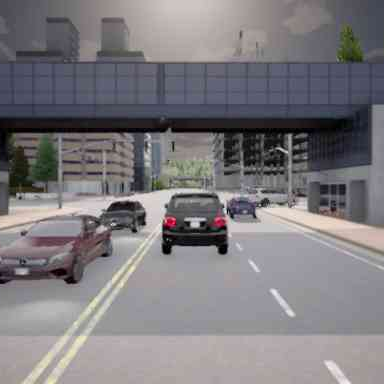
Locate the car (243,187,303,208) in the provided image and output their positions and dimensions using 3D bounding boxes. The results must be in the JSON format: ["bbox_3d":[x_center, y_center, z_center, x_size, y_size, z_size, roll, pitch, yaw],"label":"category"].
[{"bbox_3d":[8.814,0.626,36.373,5.566,2.045,2.150,-1,0,-19],"label":"car"}]

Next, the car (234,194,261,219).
[{"bbox_3d":[3.572,1.120,24.665,1.812,1.442,4.674,0,1,0],"label":"car"}]

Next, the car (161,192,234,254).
[{"bbox_3d":[0.094,1.014,12.559,2.150,2.045,5.566,0,1,0],"label":"car"}]

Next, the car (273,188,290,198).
[{"bbox_3d":[16.612,0.140,61.867,1.932,1.855,4.605,0,1,0],"label":"car"}]

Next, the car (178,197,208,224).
[{"bbox_3d":[0.068,1.159,22.266,1.812,1.442,4.674,0,1,0],"label":"car"}]

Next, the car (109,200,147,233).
[{"bbox_3d":[-3.557,1.214,17.676,1.837,1.490,4.892,0,1,0],"label":"car"}]

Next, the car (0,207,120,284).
[{"bbox_3d":[-3.528,1.371,9.268,1.812,1.442,4.674,0,1,0],"label":"car"}]

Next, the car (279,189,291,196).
[{"bbox_3d":[22.150,0.097,79.301,1.970,1.475,3.806,0,1,0],"label":"car"}]

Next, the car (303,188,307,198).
[{"bbox_3d":[19.507,0.143,61.823,1.905,1.878,3.866,0,1,0],"label":"car"}]
